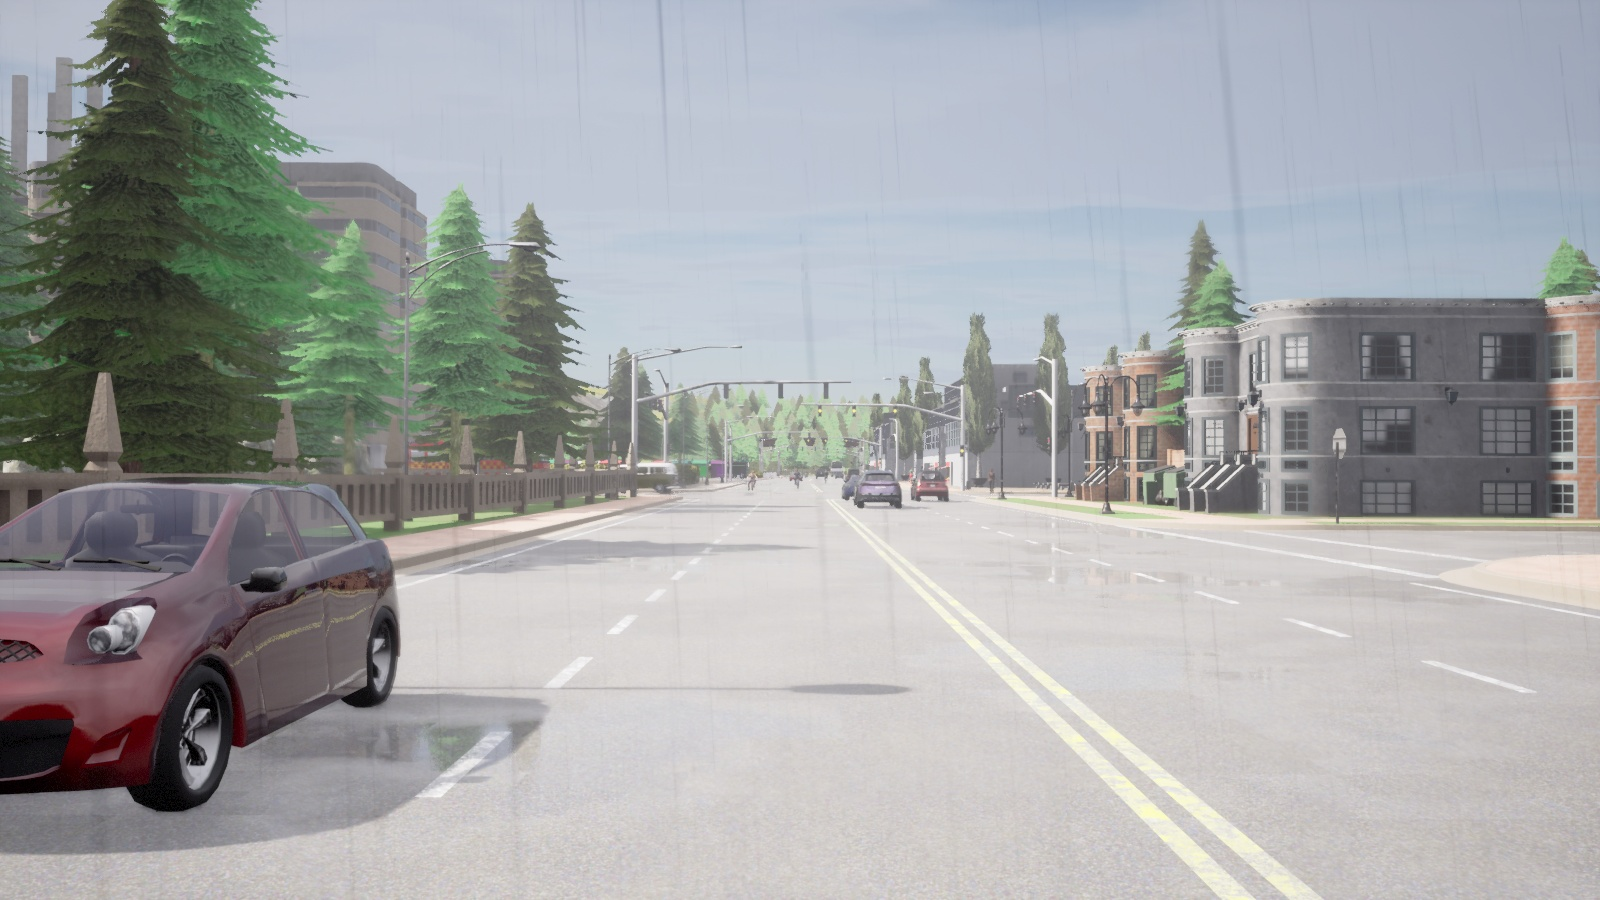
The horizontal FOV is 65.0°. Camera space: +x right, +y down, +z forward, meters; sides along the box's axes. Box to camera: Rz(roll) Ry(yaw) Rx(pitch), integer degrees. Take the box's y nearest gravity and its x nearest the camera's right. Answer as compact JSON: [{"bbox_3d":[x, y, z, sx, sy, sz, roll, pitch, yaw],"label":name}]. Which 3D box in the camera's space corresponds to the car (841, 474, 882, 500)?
[{"bbox_3d":[3.346,2.018,68.833,1.994,1.385,4.181,0,-1,0],"label":"car"}]

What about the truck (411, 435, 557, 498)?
[{"bbox_3d":[-19.815,1.053,79.054,8.468,3.827,2.891,0,-1,0],"label":"truck"}]

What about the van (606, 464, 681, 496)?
[{"bbox_3d":[-10.260,1.960,82.432,4.480,2.038,2.069,0,-1,7],"label":"van"}]

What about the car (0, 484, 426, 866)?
[{"bbox_3d":[-3.515,0.958,6.892,1.845,1.501,3.633,0,-1,0],"label":"car"}]

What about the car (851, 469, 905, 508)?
[{"bbox_3d":[3.377,1.652,54.984,2.033,1.649,4.856,0,-1,0],"label":"car"}]

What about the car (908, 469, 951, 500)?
[{"bbox_3d":[6.856,1.803,66.744,1.851,1.617,3.988,0,-1,0],"label":"car"}]
